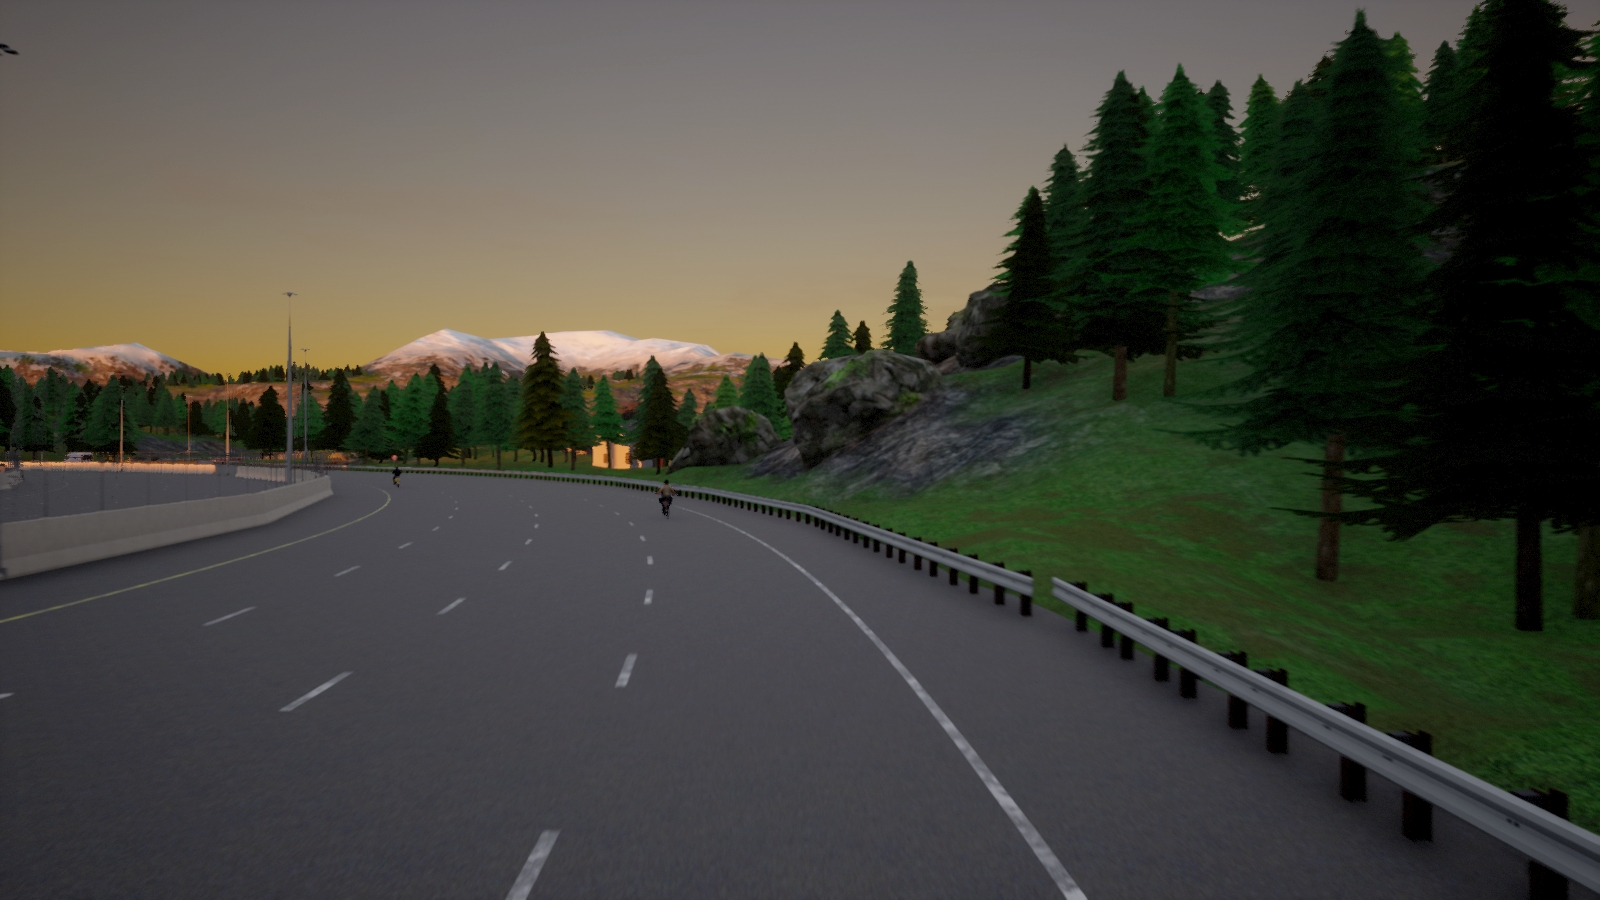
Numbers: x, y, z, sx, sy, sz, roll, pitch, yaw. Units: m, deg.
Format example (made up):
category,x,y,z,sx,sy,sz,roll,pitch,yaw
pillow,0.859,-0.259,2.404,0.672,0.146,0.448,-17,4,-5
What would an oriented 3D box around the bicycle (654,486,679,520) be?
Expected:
category,x,y,z,sx,sy,sz,roll,pitch,yaw
bicycle,-5.476,2.156,46.796,0.859,1.295,1.487,0,0,-13
